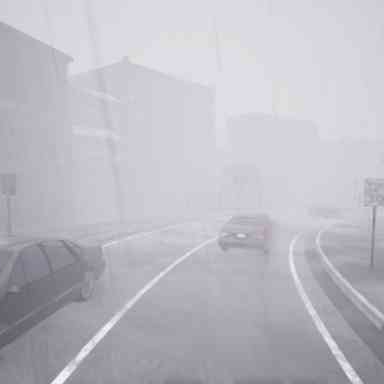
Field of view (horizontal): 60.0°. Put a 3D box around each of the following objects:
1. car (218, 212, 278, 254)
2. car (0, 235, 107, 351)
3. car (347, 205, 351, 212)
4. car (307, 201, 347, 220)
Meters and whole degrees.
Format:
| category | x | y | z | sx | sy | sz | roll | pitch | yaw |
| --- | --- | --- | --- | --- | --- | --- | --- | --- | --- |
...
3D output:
| category | x | y | z | sx | sy | sz | roll | pitch | yaw |
| --- | --- | --- | --- | --- | --- | --- | --- | --- | --- |
| car | 2.473 | 1.559 | 13.824 | 2.033 | 1.411 | 5.357 | 2 | 0 | 18 |
| car | -3.128 | 1.488 | 5.460 | 2.033 | 1.411 | 5.357 | 1 | 0 | 7 |
| car | 17.325 | 1.794 | 40.660 | 4.718 | 1.301 | 1.895 | 1 | 3 | -36 |
| car | 12.507 | 1.721 | 31.215 | 1.882 | 1.535 | 5.008 | 4 | 2 | 41 |
